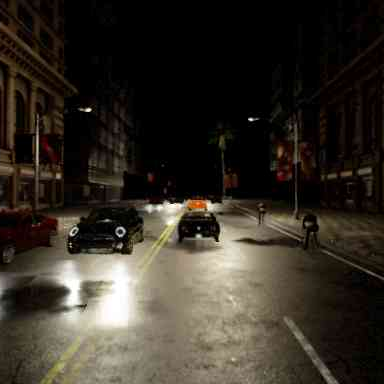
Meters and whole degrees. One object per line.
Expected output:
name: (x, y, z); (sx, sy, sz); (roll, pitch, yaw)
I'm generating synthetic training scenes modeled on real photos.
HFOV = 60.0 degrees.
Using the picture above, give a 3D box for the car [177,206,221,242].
car: (0.332, 1.587, 16.470); (1.895, 1.301, 4.718); (0, 0, 1)

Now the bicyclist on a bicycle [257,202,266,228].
bicyclist on a bicycle: (4.454, 1.447, 21.362); (0.582, 1.620, 1.656); (0, 0, 1)

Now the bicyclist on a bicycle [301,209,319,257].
bicyclist on a bicycle: (4.313, 1.463, 12.144); (0.582, 1.620, 1.656); (0, 0, 1)

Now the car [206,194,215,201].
car: (4.427, 1.267, 78.398); (1.882, 1.535, 5.008); (0, 0, 1)

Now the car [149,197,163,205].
car: (-5.766, 1.425, 53.754); (1.895, 1.301, 4.718); (0, 0, 1)

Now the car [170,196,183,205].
car: (-2.505, 1.398, 54.399); (1.994, 1.385, 4.181); (0, 0, 1)

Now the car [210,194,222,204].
car: (4.212, 1.355, 57.947); (1.837, 1.490, 4.892); (0, 1, 1)

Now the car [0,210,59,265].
car: (-6.441, 1.442, 11.714); (1.882, 1.535, 5.008); (0, 0, 1)

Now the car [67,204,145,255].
car: (-3.168, 1.329, 13.096); (2.097, 1.767, 4.553); (0, 0, 1)

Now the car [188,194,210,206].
car: (0.671, 1.273, 38.610); (2.097, 1.767, 4.553); (0, 0, 1)
